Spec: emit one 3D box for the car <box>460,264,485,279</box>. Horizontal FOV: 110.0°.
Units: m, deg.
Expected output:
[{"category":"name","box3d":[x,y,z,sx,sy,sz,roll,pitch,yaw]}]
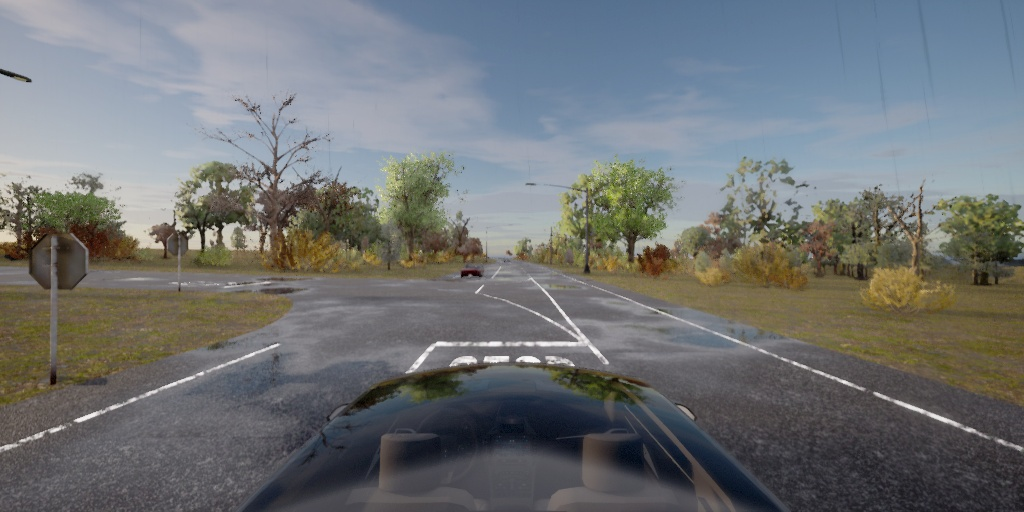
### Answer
[{"category":"car","box3d":[-3.526,1.344,32.548,1.895,1.301,4.718,0,0,0]}]
